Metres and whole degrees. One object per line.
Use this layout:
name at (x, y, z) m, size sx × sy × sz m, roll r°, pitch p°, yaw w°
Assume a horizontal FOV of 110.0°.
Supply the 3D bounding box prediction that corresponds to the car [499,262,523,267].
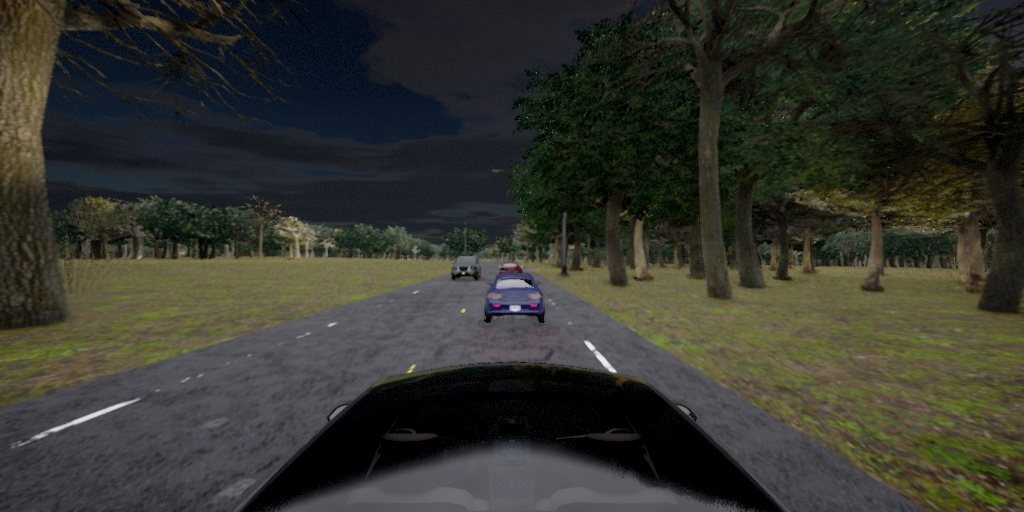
car at (-0.093, 1.233, 30.040) m, size 1.882 × 1.535 × 5.008 m, roll 0°, pitch 0°, yaw -1°

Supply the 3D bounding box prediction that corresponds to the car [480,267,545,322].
car at (0.077, 1.283, 12.245) m, size 1.812 × 1.442 × 4.674 m, roll 0°, pitch 0°, yaw 0°

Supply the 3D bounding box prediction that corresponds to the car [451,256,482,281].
car at (-3.795, 0.977, 30.562) m, size 2.150 × 2.045 × 5.566 m, roll 0°, pitch 0°, yaw -1°
